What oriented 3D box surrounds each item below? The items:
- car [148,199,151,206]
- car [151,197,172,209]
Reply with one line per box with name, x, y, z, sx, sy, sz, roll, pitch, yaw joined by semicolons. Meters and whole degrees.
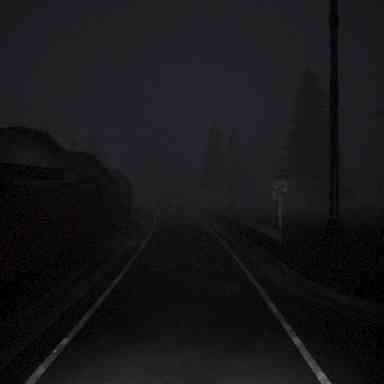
car;-6.414;1.664;57.485;1.812;1.442;4.674;0;0;-15
car;-4.236;1.465;47.566;2.097;1.767;4.553;0;0;-12
